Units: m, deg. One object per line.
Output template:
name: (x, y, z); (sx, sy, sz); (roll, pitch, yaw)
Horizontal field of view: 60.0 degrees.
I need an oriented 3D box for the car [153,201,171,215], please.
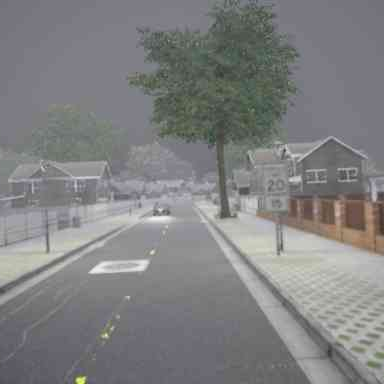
car: (-3.550, 1.888, 39.504); (2.128, 1.511, 4.902); (-3, 0, -1)
